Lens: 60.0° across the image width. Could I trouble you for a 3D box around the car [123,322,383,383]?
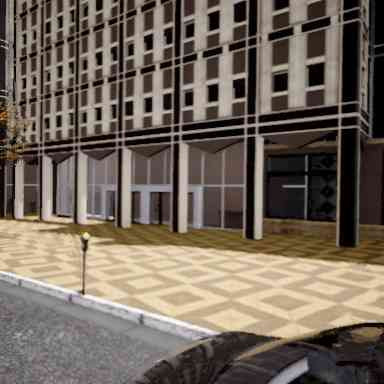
[{"bbox_3d":[1.309,1.566,1.928,4.313,1.339,1.947,0,1,36],"label":"car"}]
